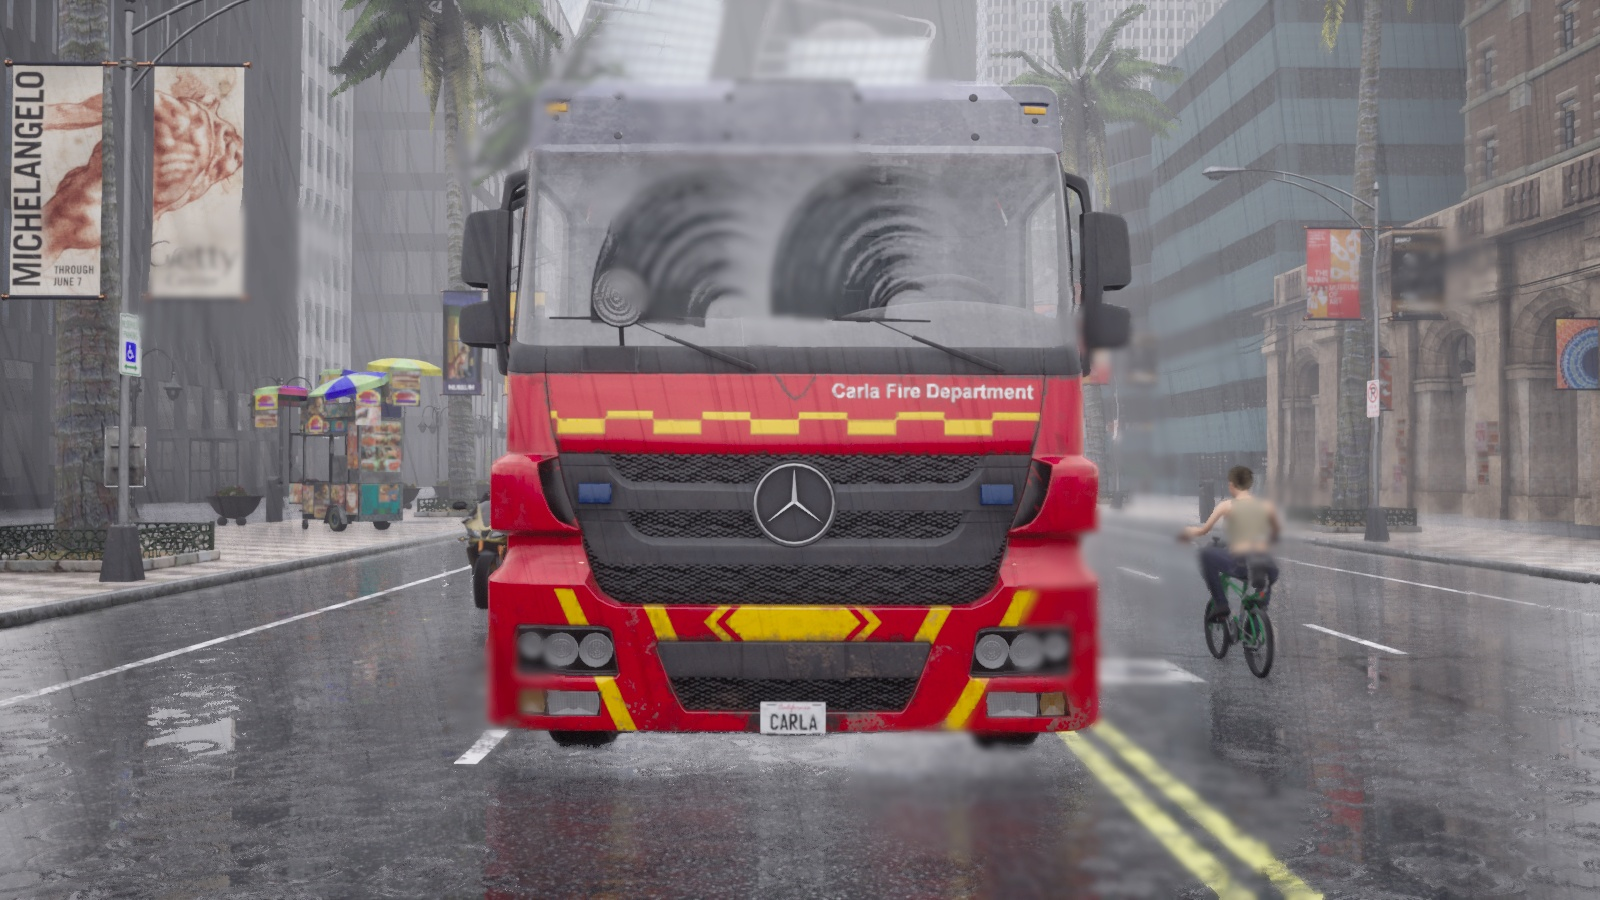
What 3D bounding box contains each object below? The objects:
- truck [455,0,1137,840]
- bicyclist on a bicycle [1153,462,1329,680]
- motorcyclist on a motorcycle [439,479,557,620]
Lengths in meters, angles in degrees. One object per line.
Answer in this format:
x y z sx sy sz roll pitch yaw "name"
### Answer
-0.025 -0.189 9.594 2.891 3.827 8.468 0 -1 0 "truck"
3.475 0.905 10.041 0.866 1.612 1.509 0 -1 0 "bicyclist on a bicycle"
-3.518 1.112 14.829 0.866 1.530 2.191 0 -1 0 "motorcyclist on a motorcycle"
